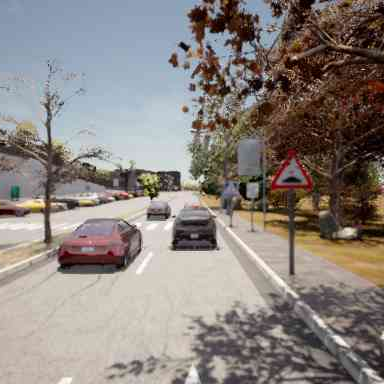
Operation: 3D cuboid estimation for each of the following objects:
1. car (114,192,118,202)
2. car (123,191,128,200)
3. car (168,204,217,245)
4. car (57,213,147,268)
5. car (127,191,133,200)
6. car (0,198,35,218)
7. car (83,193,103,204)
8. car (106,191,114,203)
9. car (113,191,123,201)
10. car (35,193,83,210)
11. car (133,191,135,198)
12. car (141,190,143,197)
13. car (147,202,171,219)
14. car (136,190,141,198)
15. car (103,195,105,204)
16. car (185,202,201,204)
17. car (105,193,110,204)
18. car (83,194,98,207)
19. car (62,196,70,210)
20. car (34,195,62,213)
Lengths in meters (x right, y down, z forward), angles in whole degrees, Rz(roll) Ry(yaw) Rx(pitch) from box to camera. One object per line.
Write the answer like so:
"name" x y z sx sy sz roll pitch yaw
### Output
"car" -16.811 1.317 62.287 4.674 1.452 2.002 -1 1 -20
"car" -16.774 1.164 71.303 4.792 1.488 2.163 -1 1 -20
"car" 0.104 1.488 15.334 1.837 1.490 4.892 0 -1 0
"car" -2.898 1.565 11.270 1.994 1.385 4.181 0 0 0
"car" -16.777 0.838 74.301 5.566 2.045 2.435 -1 1 -20
"car" -16.811 1.526 29.265 4.792 1.488 2.163 -1 0 -20
"car" -16.847 1.171 50.261 5.566 2.045 2.435 -1 1 -20
"car" -16.843 1.194 59.274 4.553 1.767 2.185 -1 1 -20
"car" -16.799 1.231 65.286 5.008 1.535 2.097 -1 1 -20
"car" -16.804 1.230 41.281 5.566 2.045 2.435 -1 0 -20
"car" -16.621 1.038 77.357 5.366 1.575 1.946 -1 1 -20
"car" -16.753 0.734 92.298 4.553 1.767 2.185 -1 1 -20
"car" -2.893 1.552 29.587 2.033 1.411 5.357 0 0 0
"car" -16.815 0.676 86.270 5.566 2.045 2.435 -1 1 -20
"car" -16.841 1.422 53.263 4.792 1.488 2.163 -1 1 -20
"car" 0.107 1.605 33.284 1.895 1.301 4.718 0 0 0
"car" -16.816 1.401 56.287 4.674 1.452 2.002 -1 0 -20
"car" -16.649 1.440 47.335 5.366 1.575 1.946 -1 0 -20
"car" -16.833 1.528 38.262 4.674 1.452 2.002 -1 0 -20
"car" -17.003 1.493 35.189 5.366 1.575 1.946 -1 0 -20
